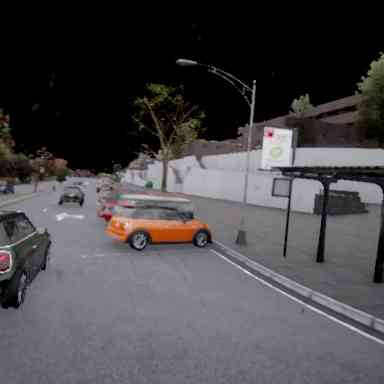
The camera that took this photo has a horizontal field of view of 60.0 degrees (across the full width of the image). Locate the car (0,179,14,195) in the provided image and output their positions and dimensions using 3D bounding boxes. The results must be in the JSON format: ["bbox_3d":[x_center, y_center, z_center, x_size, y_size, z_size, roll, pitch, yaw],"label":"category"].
[{"bbox_3d":[-23.169,-0.696,40.347,2.097,1.767,4.553,4,1,-16],"label":"car"}]

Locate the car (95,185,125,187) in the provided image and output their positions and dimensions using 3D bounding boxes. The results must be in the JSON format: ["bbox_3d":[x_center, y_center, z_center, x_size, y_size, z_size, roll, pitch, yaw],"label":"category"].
[{"bbox_3d":[-3.667,0.941,23.279,5.566,2.045,2.435,4,1,-36],"label":"car"}]

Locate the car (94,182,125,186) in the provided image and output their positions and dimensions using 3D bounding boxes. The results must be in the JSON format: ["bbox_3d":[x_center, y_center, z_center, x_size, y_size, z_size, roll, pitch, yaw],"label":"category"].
[{"bbox_3d":[-6.198,0.581,31.923,5.566,2.045,2.435,4,1,-37],"label":"car"}]

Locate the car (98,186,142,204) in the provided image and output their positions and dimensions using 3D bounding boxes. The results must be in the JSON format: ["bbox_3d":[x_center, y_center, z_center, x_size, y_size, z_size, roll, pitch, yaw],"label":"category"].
[{"bbox_3d":[-8.751,0.351,40.549,4.553,1.767,2.185,4,1,-37],"label":"car"}]

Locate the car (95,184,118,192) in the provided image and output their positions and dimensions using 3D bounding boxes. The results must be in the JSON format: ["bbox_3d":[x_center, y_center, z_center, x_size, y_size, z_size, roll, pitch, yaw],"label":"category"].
[{"bbox_3d":[-20.690,-0.954,80.824,4.792,1.488,2.163,4,1,-37],"label":"car"}]

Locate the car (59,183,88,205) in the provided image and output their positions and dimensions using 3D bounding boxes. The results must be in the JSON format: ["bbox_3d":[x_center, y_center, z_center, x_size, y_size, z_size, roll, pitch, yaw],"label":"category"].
[{"bbox_3d":[-11.821,0.267,32.967,2.097,1.767,4.553,4,1,-17],"label":"car"}]

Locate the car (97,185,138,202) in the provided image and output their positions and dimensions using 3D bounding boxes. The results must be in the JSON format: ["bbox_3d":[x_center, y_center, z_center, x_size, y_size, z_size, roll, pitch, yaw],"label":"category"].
[{"bbox_3d":[-9.657,0.232,43.392,4.553,1.767,2.185,4,1,-37],"label":"car"}]

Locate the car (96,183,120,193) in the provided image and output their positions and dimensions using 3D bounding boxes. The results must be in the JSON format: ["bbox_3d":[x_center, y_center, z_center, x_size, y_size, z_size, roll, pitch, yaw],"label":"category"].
[{"bbox_3d":[-18.967,-0.892,75.060,4.553,1.767,2.185,4,1,-37],"label":"car"}]

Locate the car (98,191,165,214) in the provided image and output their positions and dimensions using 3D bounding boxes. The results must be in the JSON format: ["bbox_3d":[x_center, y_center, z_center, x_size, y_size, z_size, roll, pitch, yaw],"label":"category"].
[{"bbox_3d":[-5.245,0.958,29.142,5.366,1.575,1.946,4,1,-37],"label":"car"}]

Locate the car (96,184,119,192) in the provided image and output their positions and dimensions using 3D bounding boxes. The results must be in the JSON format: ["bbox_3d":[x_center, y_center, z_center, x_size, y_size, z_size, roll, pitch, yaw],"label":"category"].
[{"bbox_3d":[-19.855,-0.831,77.919,4.674,1.452,2.002,4,1,-37],"label":"car"}]

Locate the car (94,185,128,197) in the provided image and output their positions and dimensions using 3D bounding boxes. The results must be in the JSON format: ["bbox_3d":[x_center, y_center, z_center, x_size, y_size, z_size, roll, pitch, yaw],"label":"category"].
[{"bbox_3d":[-14.042,-0.192,57.673,5.366,1.575,1.946,4,1,-37],"label":"car"}]

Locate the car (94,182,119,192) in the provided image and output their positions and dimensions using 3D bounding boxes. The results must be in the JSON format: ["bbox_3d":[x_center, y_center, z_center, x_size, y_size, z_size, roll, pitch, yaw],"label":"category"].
[{"bbox_3d":[-21.517,-1.348,83.693,5.566,2.045,2.435,4,1,-37],"label":"car"}]

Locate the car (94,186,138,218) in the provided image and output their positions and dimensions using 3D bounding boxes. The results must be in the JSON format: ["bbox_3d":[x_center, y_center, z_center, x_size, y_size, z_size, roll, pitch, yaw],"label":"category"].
[{"bbox_3d":[-2.874,1.058,20.350,5.566,2.045,2.435,4,1,-36],"label":"car"}]

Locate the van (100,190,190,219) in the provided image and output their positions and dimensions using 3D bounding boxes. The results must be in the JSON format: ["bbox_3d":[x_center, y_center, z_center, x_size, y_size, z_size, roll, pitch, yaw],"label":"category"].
[{"bbox_3d":[-2.124,1.197,17.408,4.442,1.987,1.878,4,1,-36],"label":"van"}]

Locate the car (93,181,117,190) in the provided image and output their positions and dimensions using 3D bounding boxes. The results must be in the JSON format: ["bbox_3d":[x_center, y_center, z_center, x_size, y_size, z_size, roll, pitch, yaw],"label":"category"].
[{"bbox_3d":[-24.108,-1.724,92.283,5.566,2.045,2.435,4,2,-37],"label":"car"}]

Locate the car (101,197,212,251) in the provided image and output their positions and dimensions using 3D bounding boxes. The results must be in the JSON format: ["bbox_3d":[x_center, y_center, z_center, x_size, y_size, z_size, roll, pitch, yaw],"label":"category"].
[{"bbox_3d":[-1.262,1.420,14.565,4.553,1.767,2.185,4,1,-36],"label":"car"}]

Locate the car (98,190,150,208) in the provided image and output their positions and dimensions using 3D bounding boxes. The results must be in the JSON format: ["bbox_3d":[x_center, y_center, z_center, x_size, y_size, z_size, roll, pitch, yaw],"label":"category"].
[{"bbox_3d":[-7.072,0.740,34.806,4.792,1.488,2.163,4,1,-37],"label":"car"}]

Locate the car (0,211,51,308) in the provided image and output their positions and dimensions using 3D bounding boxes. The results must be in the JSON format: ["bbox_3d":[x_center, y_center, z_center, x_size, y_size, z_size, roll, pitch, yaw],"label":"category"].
[{"bbox_3d":[-4.553,1.178,7.513,2.097,1.767,4.553,4,0,-15],"label":"car"}]

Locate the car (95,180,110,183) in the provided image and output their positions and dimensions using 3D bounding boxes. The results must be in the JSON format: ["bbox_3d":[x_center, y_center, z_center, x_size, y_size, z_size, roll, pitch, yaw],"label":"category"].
[{"bbox_3d":[-11.302,-0.112,49.181,5.566,2.045,2.435,4,1,-37],"label":"car"}]
